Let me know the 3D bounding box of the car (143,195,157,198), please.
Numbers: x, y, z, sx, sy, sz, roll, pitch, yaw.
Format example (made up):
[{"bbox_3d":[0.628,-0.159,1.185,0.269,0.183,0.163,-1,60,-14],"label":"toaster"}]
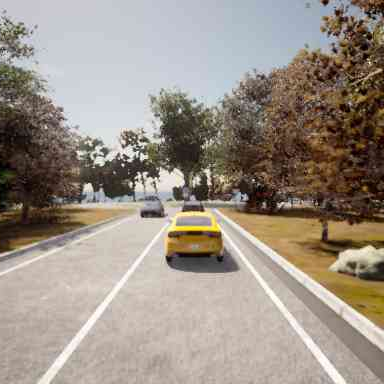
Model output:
[{"bbox_3d":[-9.647,1.470,74.224,4.892,1.490,1.837,0,0,-30],"label":"car"}]

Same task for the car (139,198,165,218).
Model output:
[{"bbox_3d":[-3.555,1.557,30.638,2.033,1.411,5.357,0,0,0],"label":"car"}]

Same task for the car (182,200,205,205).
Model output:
[{"bbox_3d":[0.100,1.487,29.900,1.882,1.535,5.008,0,0,0],"label":"car"}]

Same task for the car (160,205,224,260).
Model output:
[{"bbox_3d":[0.083,1.482,12.408,1.882,1.535,5.008,0,0,0],"label":"car"}]

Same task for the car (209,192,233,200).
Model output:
[{"bbox_3d":[6.500,1.063,74.428,5.566,2.045,2.150,0,0,30],"label":"car"}]
